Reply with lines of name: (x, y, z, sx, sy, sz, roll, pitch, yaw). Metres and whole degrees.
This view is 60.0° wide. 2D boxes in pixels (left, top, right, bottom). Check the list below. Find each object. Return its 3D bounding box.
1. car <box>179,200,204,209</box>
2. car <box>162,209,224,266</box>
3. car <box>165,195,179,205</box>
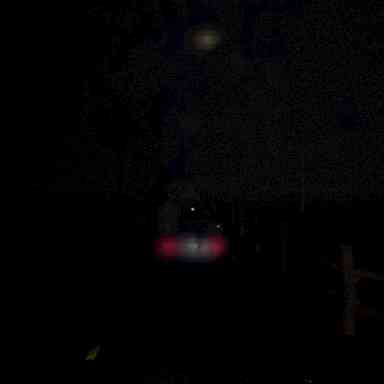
car: (0.077, 1.406, 30.446, 1.994, 1.385, 4.181, 0, 0, 0)
car: (0.050, 1.521, 11.418, 2.033, 1.411, 5.357, 0, 0, 1)
car: (-2.822, 1.172, 49.303, 1.812, 1.442, 4.674, 0, 1, 0)
